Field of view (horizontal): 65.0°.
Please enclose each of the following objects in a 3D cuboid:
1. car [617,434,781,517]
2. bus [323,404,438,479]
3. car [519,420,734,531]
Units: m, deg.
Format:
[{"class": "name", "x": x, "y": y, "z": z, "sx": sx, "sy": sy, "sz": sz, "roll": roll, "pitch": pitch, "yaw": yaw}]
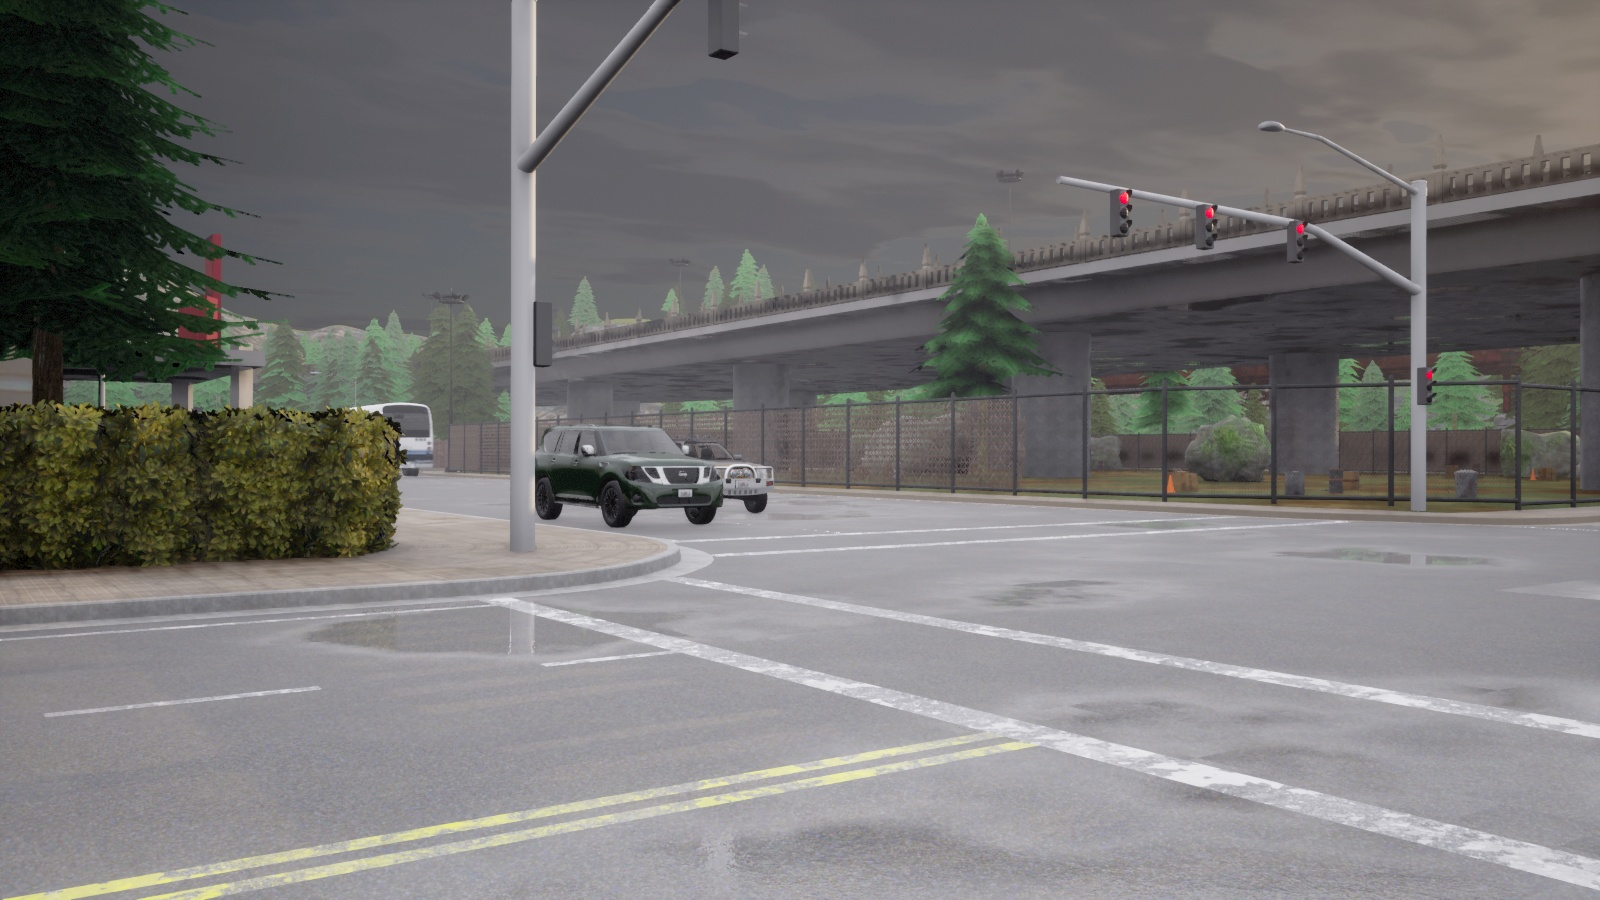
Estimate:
[{"class": "car", "x": -2.549, "y": 0.586, "z": 30.481, "sx": 1.932, "sy": 1.855, "sz": 4.605, "roll": 0, "pitch": 0, "yaw": -35}, {"class": "bus", "x": -25.534, "y": -0.447, "z": 75.973, "sx": 3.944, "sy": 4.253, "sz": 10.273, "roll": 0, "pitch": 0, "yaw": -35}, {"class": "car", "x": -3.753, "y": 0.480, "z": 26.071, "sx": 2.150, "sy": 2.045, "sz": 5.566, "roll": 0, "pitch": 0, "yaw": -35}]
